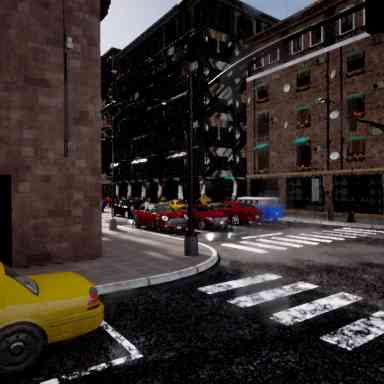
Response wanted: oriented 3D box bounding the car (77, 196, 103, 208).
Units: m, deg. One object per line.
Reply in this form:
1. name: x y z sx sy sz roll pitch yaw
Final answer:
1. car: -14.487 1.430 47.092 2.128 1.511 4.902 -1 0 -35

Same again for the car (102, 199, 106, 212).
1. car: -11.903 1.182 38.205 2.150 2.045 5.566 -1 0 -36

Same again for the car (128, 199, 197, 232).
1. car: -1.883 1.441 20.016 1.967 1.590 4.097 0 0 -36

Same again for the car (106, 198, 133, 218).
1. car: -5.630 1.473 29.566 1.837 1.490 4.892 -1 0 -36

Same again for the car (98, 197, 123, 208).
1. car: -11.748 1.463 47.822 1.887 1.381 4.507 -1 0 -36

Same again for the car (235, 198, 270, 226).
1. car: 2.776 1.436 23.448 1.882 1.535 5.008 -1 1 -36

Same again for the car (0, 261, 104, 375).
1. car: -3.574 1.525 4.015 4.829 1.417 1.752 0 0 -36

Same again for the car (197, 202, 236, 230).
1. car: 0.416 1.508 21.261 1.812 1.442 4.674 -1 0 -34

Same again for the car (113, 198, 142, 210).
1. car: -8.417 1.463 43.244 1.887 1.381 4.507 -1 0 -36

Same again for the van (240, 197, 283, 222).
1. van: 4.904 1.280 24.931 1.690 1.788 3.998 0 0 -36
